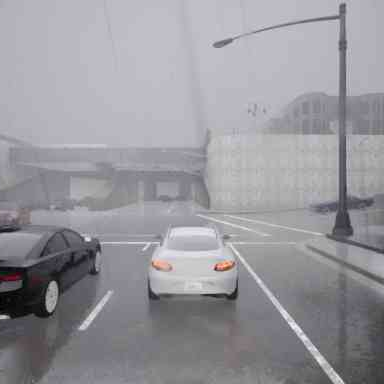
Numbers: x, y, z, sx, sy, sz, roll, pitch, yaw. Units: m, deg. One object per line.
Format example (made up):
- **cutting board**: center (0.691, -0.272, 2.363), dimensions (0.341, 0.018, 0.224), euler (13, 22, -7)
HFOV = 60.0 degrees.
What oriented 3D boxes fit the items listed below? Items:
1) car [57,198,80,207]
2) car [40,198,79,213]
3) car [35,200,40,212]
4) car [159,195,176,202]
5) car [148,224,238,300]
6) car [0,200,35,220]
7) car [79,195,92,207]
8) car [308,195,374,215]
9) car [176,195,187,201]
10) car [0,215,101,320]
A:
- **car**: center (-18.958, 1.601, 51.296), dimensions (1.895, 1.301, 4.718), euler (0, 0, -2)
- **car**: center (-14.982, 1.492, 37.919), dimensions (2.128, 1.511, 4.902), euler (0, 0, -2)
- **car**: center (-18.537, 1.601, 39.128), dimensions (1.895, 1.301, 4.718), euler (0, 0, -2)
- **car**: center (-5.394, 1.553, 74.350), dimensions (1.994, 1.385, 4.181), euler (0, 0, 5)
- **car**: center (0.013, 1.526, 8.268), dimensions (1.812, 1.442, 4.674), euler (0, 0, 0)
- **car**: center (-11.535, 1.352, 20.756), dimensions (2.097, 1.767, 4.553), euler (0, 0, -16)
- **car**: center (-15.404, 1.352, 49.682), dimensions (2.097, 1.767, 4.553), euler (0, 0, -2)
- **car**: center (12.034, 1.012, 27.133), dimensions (4.718, 1.301, 1.895), euler (-6, 0, -1)
- **car**: center (-2.916, 1.552, 83.875), dimensions (1.994, 1.385, 4.181), euler (0, 0, 27)
- **car**: center (-3.480, 1.478, 7.467), dimensions (1.882, 1.535, 5.008), euler (0, 0, 0)
